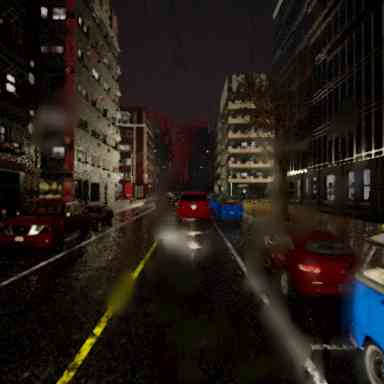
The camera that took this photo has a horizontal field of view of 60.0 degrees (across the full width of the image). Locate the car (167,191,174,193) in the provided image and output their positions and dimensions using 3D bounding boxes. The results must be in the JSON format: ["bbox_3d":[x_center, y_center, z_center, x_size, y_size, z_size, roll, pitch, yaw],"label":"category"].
[{"bbox_3d":[-5.670,0.999,78.963,1.802,1.307,4.206,1,0,0],"label":"car"}]

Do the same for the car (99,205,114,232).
[{"bbox_3d":[-5.673,1.403,18.955,1.887,1.381,4.507,1,0,0],"label":"car"}]

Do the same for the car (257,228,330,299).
[{"bbox_3d":[2.705,1.522,7.954,1.802,1.307,4.206,1,0,0],"label":"car"}]

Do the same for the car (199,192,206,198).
[{"bbox_3d":[2.711,0.858,90.561,1.752,1.417,4.829,1,0,0],"label":"car"}]

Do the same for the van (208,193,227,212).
[{"bbox_3d":[2.711,1.076,35.493,1.690,1.788,3.998,1,0,0],"label":"van"}]

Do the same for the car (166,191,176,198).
[{"bbox_3d":[-5.664,0.650,90.329,2.192,1.841,5.009,1,0,0],"label":"car"}]

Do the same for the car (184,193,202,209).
[{"bbox_3d":[0.102,1.052,40.364,2.097,1.767,4.553,0,1,0],"label":"car"}]

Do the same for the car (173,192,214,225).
[{"bbox_3d":[0.103,1.045,22.680,2.150,2.045,5.566,0,-1,0],"label":"car"}]

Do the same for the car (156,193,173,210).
[{"bbox_3d":[-3.021,1.188,38.942,1.882,1.535,5.008,0,0,0],"label":"car"}]

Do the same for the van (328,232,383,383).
[{"bbox_3d":[2.709,1.322,2.445,1.690,1.788,3.998,1,0,0],"label":"van"}]

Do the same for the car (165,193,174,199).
[{"bbox_3d":[-5.669,0.902,84.476,1.752,1.417,4.829,1,0,0],"label":"car"}]

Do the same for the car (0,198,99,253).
[{"bbox_3d":[-5.669,1.215,13.443,2.192,1.841,5.009,1,0,0],"label":"car"}]

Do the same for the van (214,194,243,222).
[{"bbox_3d":[2.710,1.158,24.476,1.690,1.788,3.998,1,0,0],"label":"van"}]
